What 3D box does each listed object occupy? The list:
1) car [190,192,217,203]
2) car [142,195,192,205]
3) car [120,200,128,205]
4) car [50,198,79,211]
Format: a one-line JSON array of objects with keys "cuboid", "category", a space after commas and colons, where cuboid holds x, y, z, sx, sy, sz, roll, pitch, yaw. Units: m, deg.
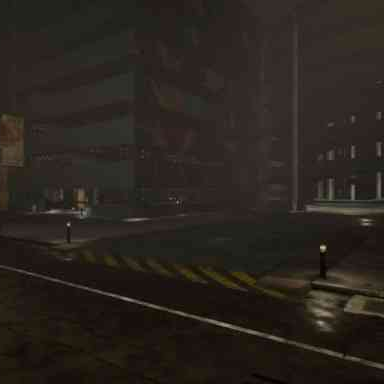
[{"cuboid": [1.952, 1.029, 62.991, 5.566, 2.045, 2.435, 0, 0, 35], "category": "car"}, {"cuboid": [-2.701, 1.320, 34.487, 4.674, 1.452, 2.002, 0, 0, 35], "category": "car"}, {"cuboid": [-8.023, 1.463, 47.389, 4.718, 1.301, 1.895, 0, 0, 35], "category": "car"}, {"cuboid": [-15.045, 1.413, 38.146, 4.786, 1.482, 2.161, 0, 0, 35], "category": "car"}]
